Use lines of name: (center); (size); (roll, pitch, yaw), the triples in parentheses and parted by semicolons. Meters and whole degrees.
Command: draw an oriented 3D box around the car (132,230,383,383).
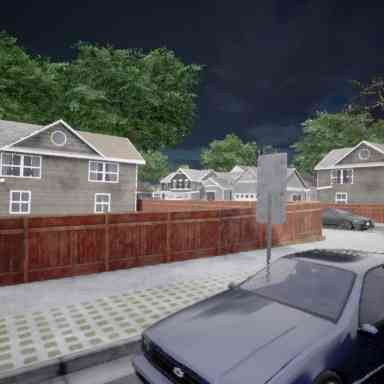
car: (1.957, 1.553, 4.545); (5.357, 1.411, 2.033); (0, 0, -36)

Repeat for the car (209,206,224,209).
car: (2.450, 1.874, 30.060); (1.895, 1.301, 4.718); (2, -2, -36)

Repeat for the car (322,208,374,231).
car: (9.009, 1.698, 20.805); (1.994, 1.385, 4.181); (2, -2, -35)

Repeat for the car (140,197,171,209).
car: (-4.432, 1.618, 39.409); (2.150, 2.045, 5.566); (3, -2, -37)
